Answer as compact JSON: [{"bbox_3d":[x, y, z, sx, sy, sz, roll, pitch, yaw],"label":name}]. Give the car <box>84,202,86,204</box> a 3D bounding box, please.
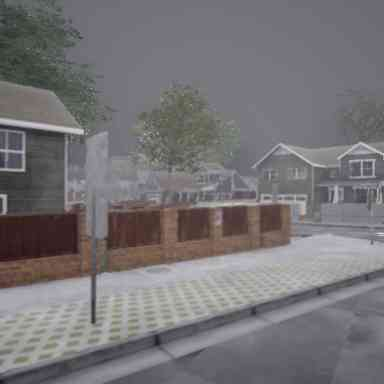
[{"bbox_3d":[-13.504,2.027,42.445,1.994,1.385,4.181,0,-1,-32],"label":"car"}]
